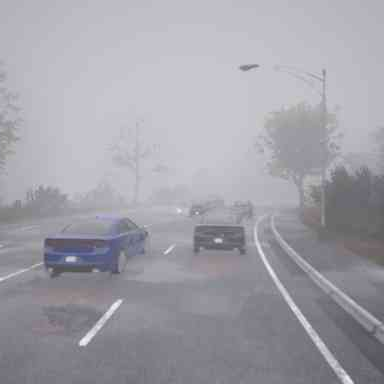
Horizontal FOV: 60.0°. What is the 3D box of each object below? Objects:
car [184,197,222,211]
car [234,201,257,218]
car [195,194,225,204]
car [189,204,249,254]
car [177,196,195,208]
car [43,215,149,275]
[{"bbox_3d":[1.098,1.521,30.238,1.837,1.490,4.892,0,0,16],"label":"car"},{"bbox_3d":[4.735,1.526,30.217,2.128,1.511,4.902,0,0,16],"label":"car"},{"bbox_3d":[2.897,1.248,46.137,2.150,2.045,5.566,0,0,24],"label":"car"},{"bbox_3d":[1.206,1.489,13.698,1.882,1.535,5.008,0,0,7],"label":"car"},{"bbox_3d":[-0.399,1.355,47.250,2.097,1.767,4.553,0,0,24],"label":"car"},{"bbox_3d":[-2.705,1.473,10.513,1.882,1.535,5.008,0,0,5],"label":"car"}]
